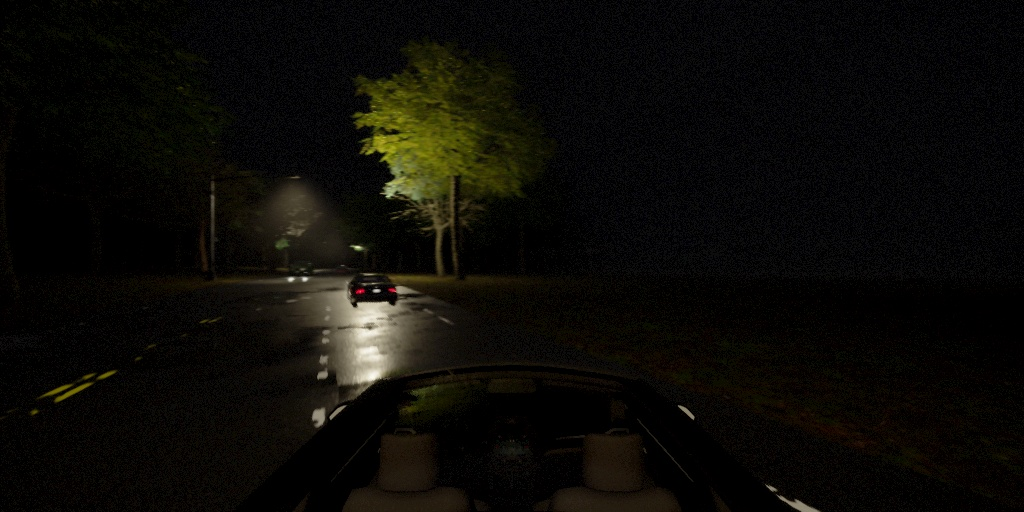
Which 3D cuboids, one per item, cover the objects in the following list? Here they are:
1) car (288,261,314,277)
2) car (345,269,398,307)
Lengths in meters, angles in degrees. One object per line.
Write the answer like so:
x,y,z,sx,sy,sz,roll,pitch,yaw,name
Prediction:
-27.786,1.666,47.454,2.150,2.045,5.566,0,-1,-19,car
-6.625,1.499,16.834,2.033,1.411,5.357,0,-1,-27,car
